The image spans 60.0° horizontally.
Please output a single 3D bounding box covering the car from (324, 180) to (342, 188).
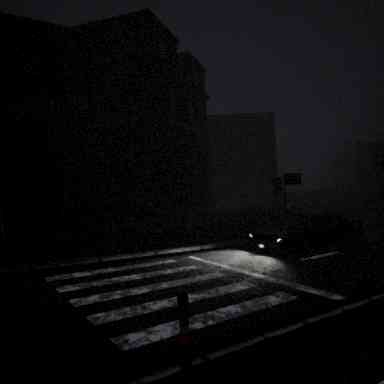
[{"bbox_3d":[25.691,-1.531,60.724,1.882,1.535,5.008,-3,1,5],"label":"car"}]

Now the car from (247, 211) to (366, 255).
[{"bbox_3d":[4.715,1.471,13.254,5.357,1.411,2.033,-2,1,-32],"label":"car"}]
